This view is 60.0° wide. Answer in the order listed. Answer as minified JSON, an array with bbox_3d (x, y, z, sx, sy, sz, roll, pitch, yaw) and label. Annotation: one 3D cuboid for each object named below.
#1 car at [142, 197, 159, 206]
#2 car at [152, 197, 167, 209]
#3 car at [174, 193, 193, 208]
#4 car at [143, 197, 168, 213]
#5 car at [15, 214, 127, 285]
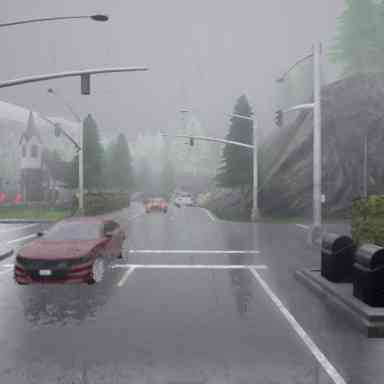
[{"bbox_3d":[-6.969,1.564,55.778,1.994,1.385,4.181,0,0,-19],"label":"car"},{"bbox_3d":[-4.592,1.505,46.148,1.837,1.490,4.892,0,0,-9],"label":"car"},{"bbox_3d":[-1.343,1.221,49.366,2.150,2.045,5.566,0,0,-11],"label":"car"},{"bbox_3d":[-3.781,1.352,36.339,2.097,1.767,4.553,0,0,-2],"label":"car"},{"bbox_3d":[-3.199,1.478,9.738,1.882,1.535,5.008,1,0,0],"label":"car"}]
